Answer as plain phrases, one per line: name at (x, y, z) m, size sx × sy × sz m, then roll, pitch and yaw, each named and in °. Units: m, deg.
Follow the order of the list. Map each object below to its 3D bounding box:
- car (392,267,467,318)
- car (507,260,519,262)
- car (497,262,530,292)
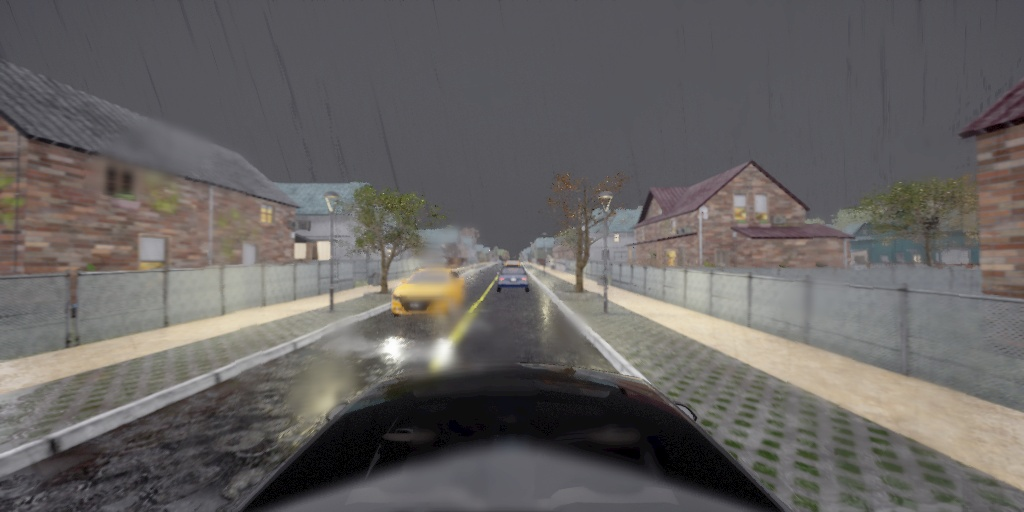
car at (-2.829, 1.203, 13.156) m, size 1.882 × 1.535 × 5.008 m, roll 0°, pitch 0°, yaw 0°
car at (0.072, 1.205, 41.088) m, size 1.882 × 1.535 × 5.008 m, roll 0°, pitch 0°, yaw 0°
car at (0.070, 1.265, 21.191) m, size 2.033 × 1.411 × 5.357 m, roll 0°, pitch 0°, yaw 0°
